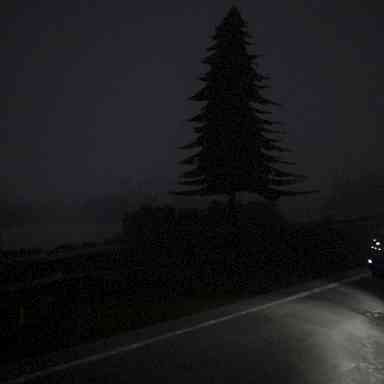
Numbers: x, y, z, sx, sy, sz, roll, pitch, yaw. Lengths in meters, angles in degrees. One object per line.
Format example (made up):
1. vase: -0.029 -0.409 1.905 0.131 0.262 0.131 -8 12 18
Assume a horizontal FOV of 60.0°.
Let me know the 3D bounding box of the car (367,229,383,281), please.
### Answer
1. car: 6.839 1.221 8.807 5.566 2.045 2.150 0 0 -38
